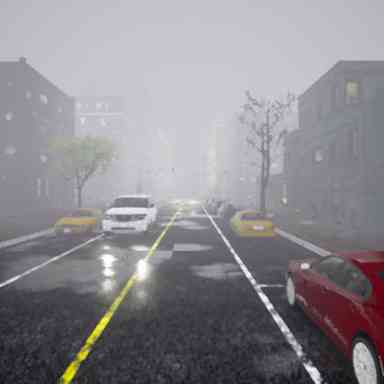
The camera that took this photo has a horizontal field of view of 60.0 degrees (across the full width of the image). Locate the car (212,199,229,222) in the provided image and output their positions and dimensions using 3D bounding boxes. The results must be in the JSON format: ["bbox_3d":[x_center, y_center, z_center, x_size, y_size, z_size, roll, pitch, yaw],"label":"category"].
[{"bbox_3d":[2.802,1.431,24.344,2.008,1.369,4.403,0,0,0],"label":"car"}]

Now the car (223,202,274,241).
[{"bbox_3d":[2.761,1.445,16.123,1.752,1.417,4.829,0,0,0],"label":"car"}]

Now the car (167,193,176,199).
[{"bbox_3d":[-5.760,1.145,88.586,1.887,1.381,4.507,0,0,0],"label":"car"}]

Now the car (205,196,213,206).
[{"bbox_3d":[2.834,1.386,40.890,1.802,1.307,4.206,0,0,0],"label":"car"}]

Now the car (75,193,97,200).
[{"bbox_3d":[-19.986,0.865,63.230,4.507,1.381,1.887,1,-1,-1],"label":"car"}]

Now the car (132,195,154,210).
[{"bbox_3d":[-5.805,1.249,39.790,1.967,1.590,4.097,0,0,0],"label":"car"}]

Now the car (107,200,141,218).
[{"bbox_3d":[-5.801,1.409,28.972,2.008,1.369,4.403,1,0,0],"label":"car"}]

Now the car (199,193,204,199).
[{"bbox_3d":[2.823,1.045,87.362,1.967,1.590,4.097,0,0,0],"label":"car"}]

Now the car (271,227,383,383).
[{"bbox_3d":[2.706,1.520,4.887,1.887,1.381,4.507,0,0,0],"label":"car"}]

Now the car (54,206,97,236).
[{"bbox_3d":[-5.749,1.437,17.737,1.752,1.417,4.829,1,0,0],"label":"car"}]

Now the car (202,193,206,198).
[{"bbox_3d":[2.835,1.308,49.892,1.887,1.381,4.507,0,0,0],"label":"car"}]

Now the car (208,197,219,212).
[{"bbox_3d":[2.832,1.411,31.889,1.947,1.339,4.313,0,0,0],"label":"car"}]

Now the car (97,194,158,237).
[{"bbox_3d":[-3.100,1.133,17.746,2.150,2.045,5.566,0,0,0],"label":"car"}]
